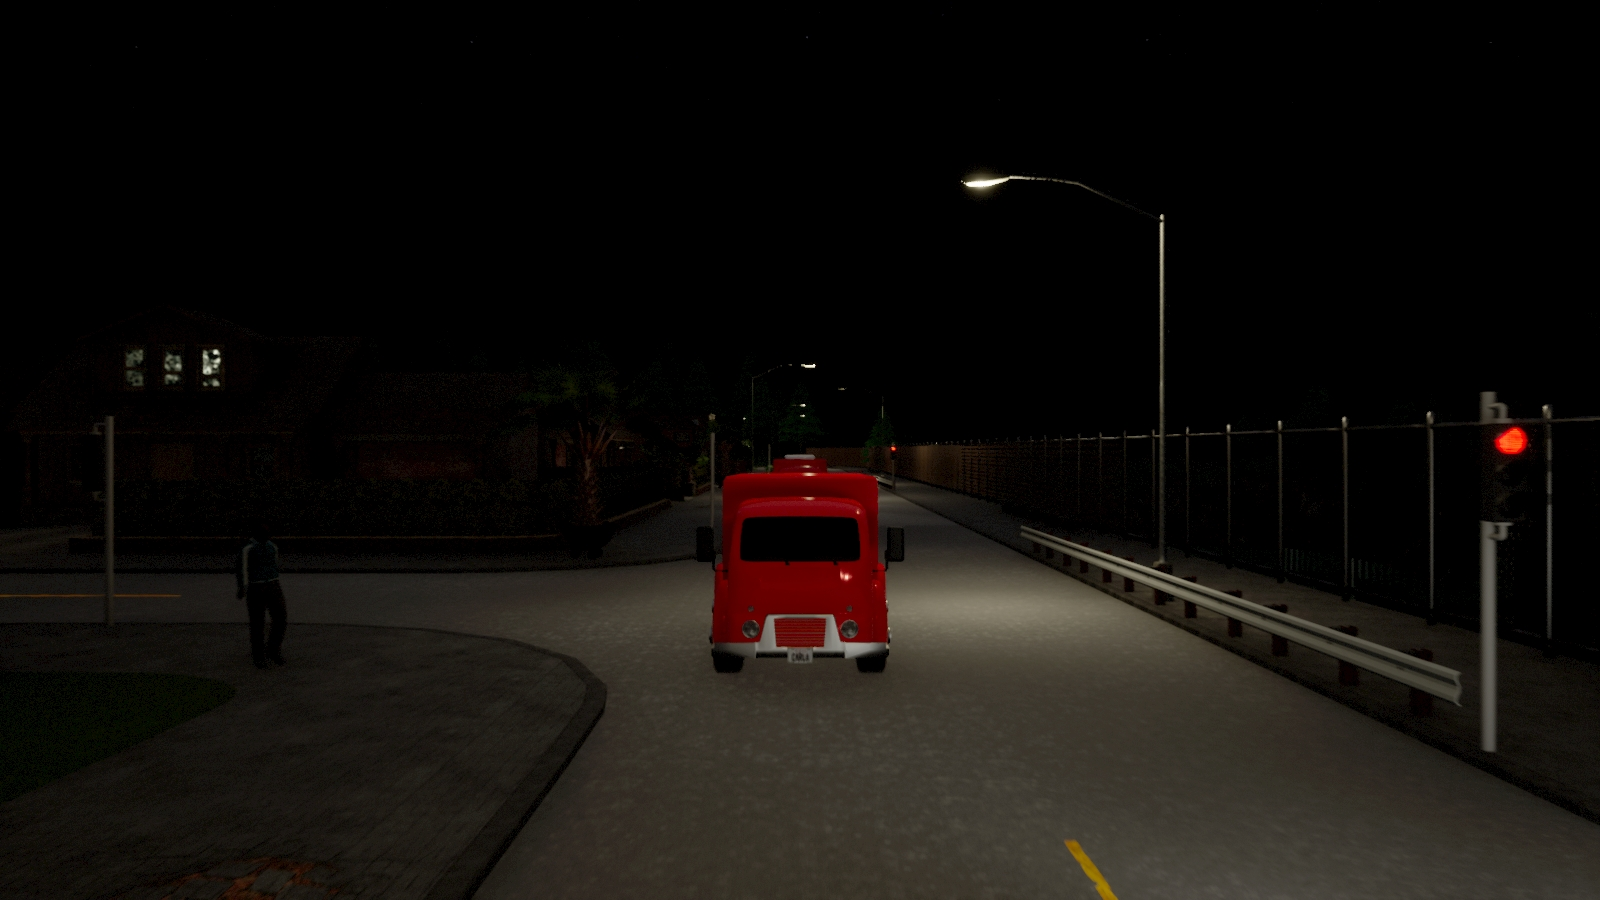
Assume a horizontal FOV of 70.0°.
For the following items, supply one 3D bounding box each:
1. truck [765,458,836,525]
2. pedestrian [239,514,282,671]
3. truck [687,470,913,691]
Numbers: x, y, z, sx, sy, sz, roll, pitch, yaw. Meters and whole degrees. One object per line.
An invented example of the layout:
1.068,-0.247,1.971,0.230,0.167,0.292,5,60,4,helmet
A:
-0.010,1.568,45.122,2.627,2.467,5.204,0,0,-1,truck
-6.645,1.738,14.067,0.375,1.860,0.375,0,0,44,pedestrian
0.001,1.567,15.893,2.627,2.467,5.204,0,0,0,truck
